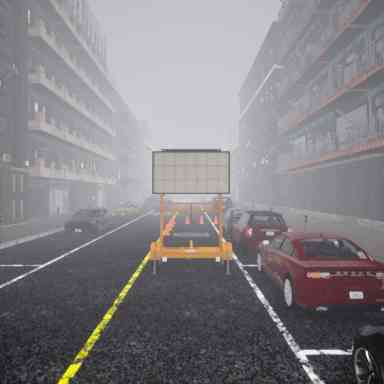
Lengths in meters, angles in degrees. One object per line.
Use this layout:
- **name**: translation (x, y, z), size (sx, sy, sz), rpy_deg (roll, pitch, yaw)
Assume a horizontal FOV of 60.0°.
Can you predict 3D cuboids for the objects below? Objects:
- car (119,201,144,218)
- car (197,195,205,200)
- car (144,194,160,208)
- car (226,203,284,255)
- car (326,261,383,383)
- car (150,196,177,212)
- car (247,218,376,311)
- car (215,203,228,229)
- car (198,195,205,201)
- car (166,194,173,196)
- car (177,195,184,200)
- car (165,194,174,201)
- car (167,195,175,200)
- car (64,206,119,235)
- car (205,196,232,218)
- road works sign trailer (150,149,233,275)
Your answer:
- **car**: translation (-5.752, 1.522, 30.011), size (1.752, 1.417, 4.829), rpy_deg (0, 0, 0)
- **car**: translation (2.500, 1.513, 92.195), size (1.887, 1.381, 4.507), rpy_deg (0, 0, 0)
- **car**: translation (-5.787, 1.431, 47.091), size (1.967, 1.590, 4.097), rpy_deg (0, 0, 0)
- **car**: translation (2.664, 1.440, 13.286), size (1.967, 1.590, 4.097), rpy_deg (0, 0, 0)
- **car**: translation (2.686, 1.566, 2.013), size (1.947, 1.339, 4.313), rpy_deg (0, 0, 0)
- **car**: translation (-3.177, 1.541, 38.146), size (2.033, 1.411, 5.357), rpy_deg (0, 0, 0)
- **car**: translation (2.675, 1.545, 7.649), size (1.887, 1.381, 4.507), rpy_deg (0, 0, 0)
- **car**: translation (2.652, 1.550, 18.922), size (2.008, 1.369, 4.403), rpy_deg (0, 0, 0)
- **car**: translation (2.523, 1.500, 81.093), size (1.752, 1.417, 4.829), rpy_deg (0, 0, 0)
- **car**: translation (-5.856, 1.290, 80.909), size (2.192, 1.841, 5.009), rpy_deg (0, 0, 0)
- **car**: translation (-3.187, 1.448, 89.839), size (1.882, 1.535, 5.008), rpy_deg (0, 0, 0)
- **car**: translation (-5.869, 1.412, 86.545), size (1.967, 1.590, 4.097), rpy_deg (0, 0, 0)
- **car**: translation (-5.880, 1.513, 92.182), size (1.887, 1.381, 4.507), rpy_deg (0, 0, 0)
- **car**: translation (-5.729, 1.565, 18.908), size (1.947, 1.339, 4.313), rpy_deg (0, 0, 0)
- **car**: translation (2.630, 1.312, 30.195), size (2.192, 1.841, 5.009), rpy_deg (0, 0, 0)
- **road works sign trailer**: translation (-0.022, 0.464, 10.413), size (2.380, 3.560, 2.880), rpy_deg (0, 0, 0)
